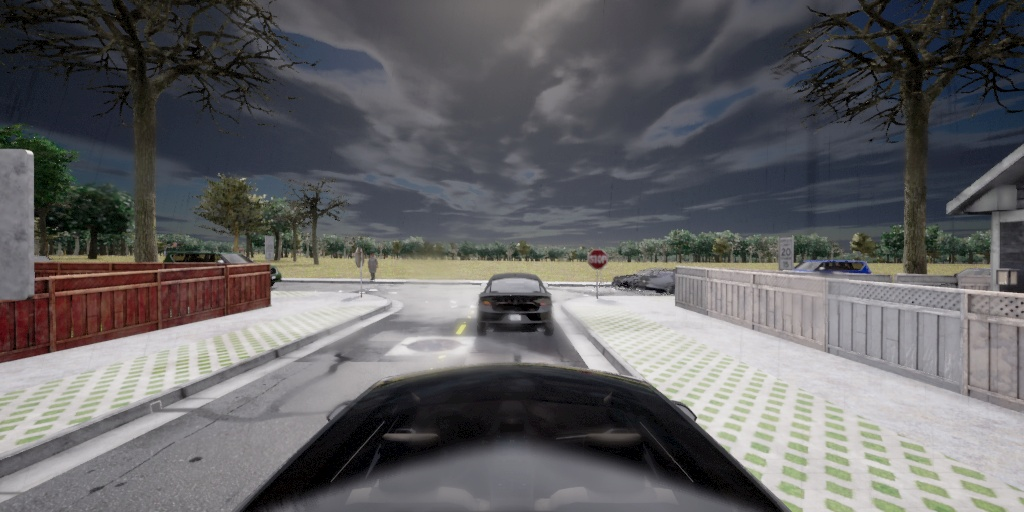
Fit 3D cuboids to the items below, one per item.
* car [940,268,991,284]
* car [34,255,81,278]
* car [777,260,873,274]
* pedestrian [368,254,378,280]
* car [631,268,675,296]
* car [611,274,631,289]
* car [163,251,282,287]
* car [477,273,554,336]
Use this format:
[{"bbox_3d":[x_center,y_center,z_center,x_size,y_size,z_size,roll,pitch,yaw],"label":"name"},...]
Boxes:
[{"bbox_3d":[29.649,1.529,22.591,4.553,1.767,2.097,1,0,-1],"label":"car"},{"bbox_3d":[-25.920,0.734,19.153,4.553,1.767,2.097,1,0,-1],"label":"car"},{"bbox_3d":[19.329,1.253,22.510,5.566,2.045,2.150,1,0,-1],"label":"car"},{"bbox_3d":[-9.750,0.748,25.152,0.375,1.860,0.375,0,-1,-1],"label":"pedestrian"},{"bbox_3d":[9.659,1.455,19.473,5.357,1.411,2.033,1,0,-1],"label":"car"},{"bbox_3d":[9.060,1.435,22.412,5.357,1.411,2.033,1,0,-1],"label":"car"},{"bbox_3d":[-15.559,0.764,19.239,5.566,2.045,2.150,1,0,0],"label":"car"},{"bbox_3d":[0.080,1.226,10.463,1.882,1.535,5.008,0,0,0],"label":"car"}]
